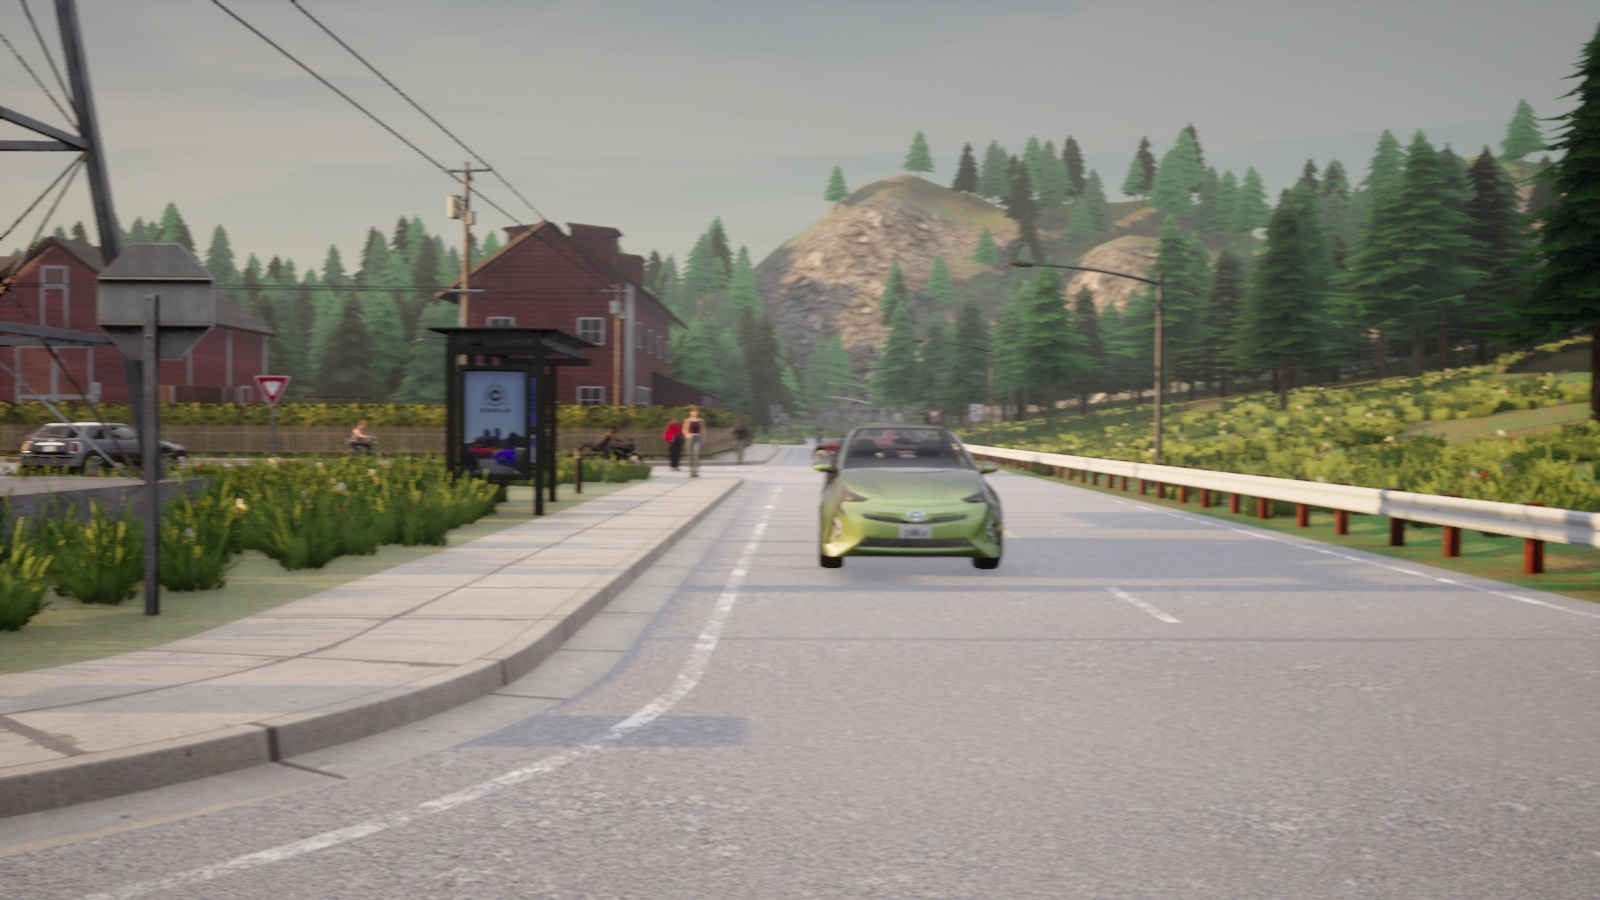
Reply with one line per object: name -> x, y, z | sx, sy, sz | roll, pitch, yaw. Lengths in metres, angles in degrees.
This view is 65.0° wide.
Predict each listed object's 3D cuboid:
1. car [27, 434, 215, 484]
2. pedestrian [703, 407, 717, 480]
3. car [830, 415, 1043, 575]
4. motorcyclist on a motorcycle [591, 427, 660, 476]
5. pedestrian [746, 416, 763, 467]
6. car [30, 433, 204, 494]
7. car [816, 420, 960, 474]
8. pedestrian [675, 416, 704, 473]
car -> -21.570, 0.256, 40.018 | 4.792, 1.488, 2.163 | -1, 1, 1
pedestrian -> -2.298, -0.170, 32.075 | 0.345, 1.836, 0.594 | -1, 1, -3
car -> 1.377, 0.398, 14.445 | 2.007, 1.525, 4.514 | -1, 1, 1
motorcyclist on a motorcycle -> -5.522, 0.053, 39.885 | 2.044, 1.523, 0.797 | -1, 1, 1
pedestrian -> -1.704, -0.320, 47.127 | 0.563, 1.883, 0.849 | -1, 1, 1
car -> -17.645, 0.309, 32.664 | 1.970, 1.475, 3.806 | 0, 1, 11
car -> 2.773, -0.111, 40.694 | 2.033, 1.649, 4.856 | -1, 1, -35
pedestrian -> -3.588, -0.185, 40.870 | 0.634, 1.844, 0.899 | -1, 1, -27
